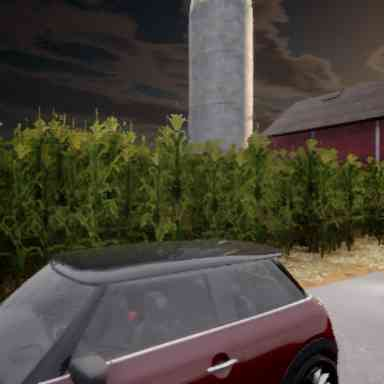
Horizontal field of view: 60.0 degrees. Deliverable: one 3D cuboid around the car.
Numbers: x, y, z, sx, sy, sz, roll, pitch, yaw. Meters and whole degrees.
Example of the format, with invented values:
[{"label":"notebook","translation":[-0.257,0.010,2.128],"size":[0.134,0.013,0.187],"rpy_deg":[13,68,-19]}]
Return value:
[{"label":"car","translation":[-0.775,1.329,2.972],"size":[4.553,1.767,2.097],"rpy_deg":[0,0,-34]}]
